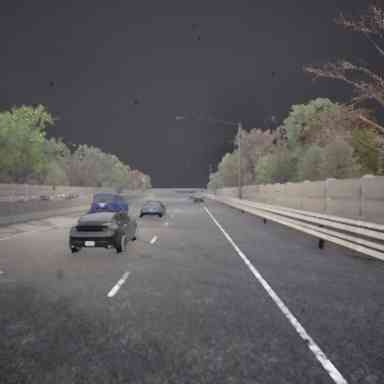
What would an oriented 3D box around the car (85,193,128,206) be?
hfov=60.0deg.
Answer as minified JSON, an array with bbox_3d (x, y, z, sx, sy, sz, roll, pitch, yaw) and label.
[{"bbox_3d":[-6.901,1.129,28.224,2.150,2.045,5.566,0,0,0],"label":"car"}]

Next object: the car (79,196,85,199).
[{"bbox_3d":[-17.545,1.310,54.872,1.882,1.535,5.008,0,0,1],"label":"car"}]

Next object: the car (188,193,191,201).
[{"bbox_3d":[-0.005,1.284,79.752,1.837,1.490,4.892,0,0,0],"label":"car"}]

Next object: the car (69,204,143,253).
[{"bbox_3d":[-3.401,1.458,13.482,1.837,1.490,4.892,0,0,0],"label":"car"}]

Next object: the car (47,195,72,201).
[{"bbox_3d":[-21.049,1.325,54.038,2.128,1.511,4.902,0,0,1],"label":"car"}]

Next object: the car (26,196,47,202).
[{"bbox_3d":[-24.539,1.383,53.294,2.033,1.411,5.357,0,0,1],"label":"car"}]

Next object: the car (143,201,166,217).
[{"bbox_3d":[-3.402,1.467,29.647,1.994,1.385,4.181,0,0,0],"label":"car"}]

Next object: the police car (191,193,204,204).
[{"bbox_3d":[1.221,1.248,61.095,1.930,1.638,5.238,0,0,0],"label":"police car"}]
